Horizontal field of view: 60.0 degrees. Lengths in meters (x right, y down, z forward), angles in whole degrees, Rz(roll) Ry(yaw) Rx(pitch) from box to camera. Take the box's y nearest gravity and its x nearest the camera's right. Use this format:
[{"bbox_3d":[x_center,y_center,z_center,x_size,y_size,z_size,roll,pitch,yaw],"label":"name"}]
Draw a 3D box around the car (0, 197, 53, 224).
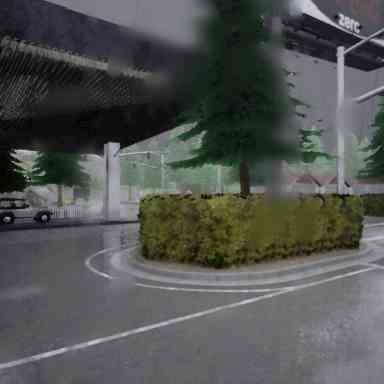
[{"bbox_3d":[-11.994,1.312,23.455,3.866,1.878,1.905,0,0,-36],"label":"car"}]
